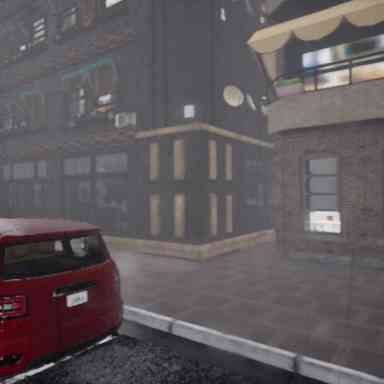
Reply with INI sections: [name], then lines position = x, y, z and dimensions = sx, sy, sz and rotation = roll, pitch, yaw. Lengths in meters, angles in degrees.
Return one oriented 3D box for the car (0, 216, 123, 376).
[car]
position = -3.263, 1.308, 5.218
dimensions = 5.009, 1.841, 2.192
rotation = 0, -1, 36
